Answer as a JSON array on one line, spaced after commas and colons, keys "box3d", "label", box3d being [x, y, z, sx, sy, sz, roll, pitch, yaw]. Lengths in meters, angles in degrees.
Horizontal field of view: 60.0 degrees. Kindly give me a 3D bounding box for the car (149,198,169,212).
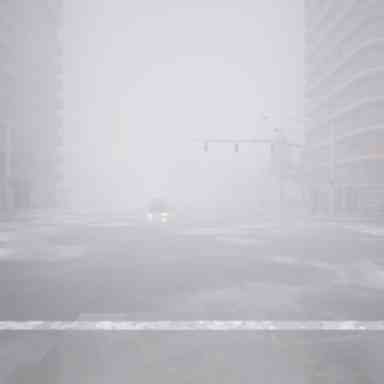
[{"box3d": [-3.627, 1.442, 36.931, 1.837, 1.490, 4.892, 0, 0, 0], "label": "car"}]
